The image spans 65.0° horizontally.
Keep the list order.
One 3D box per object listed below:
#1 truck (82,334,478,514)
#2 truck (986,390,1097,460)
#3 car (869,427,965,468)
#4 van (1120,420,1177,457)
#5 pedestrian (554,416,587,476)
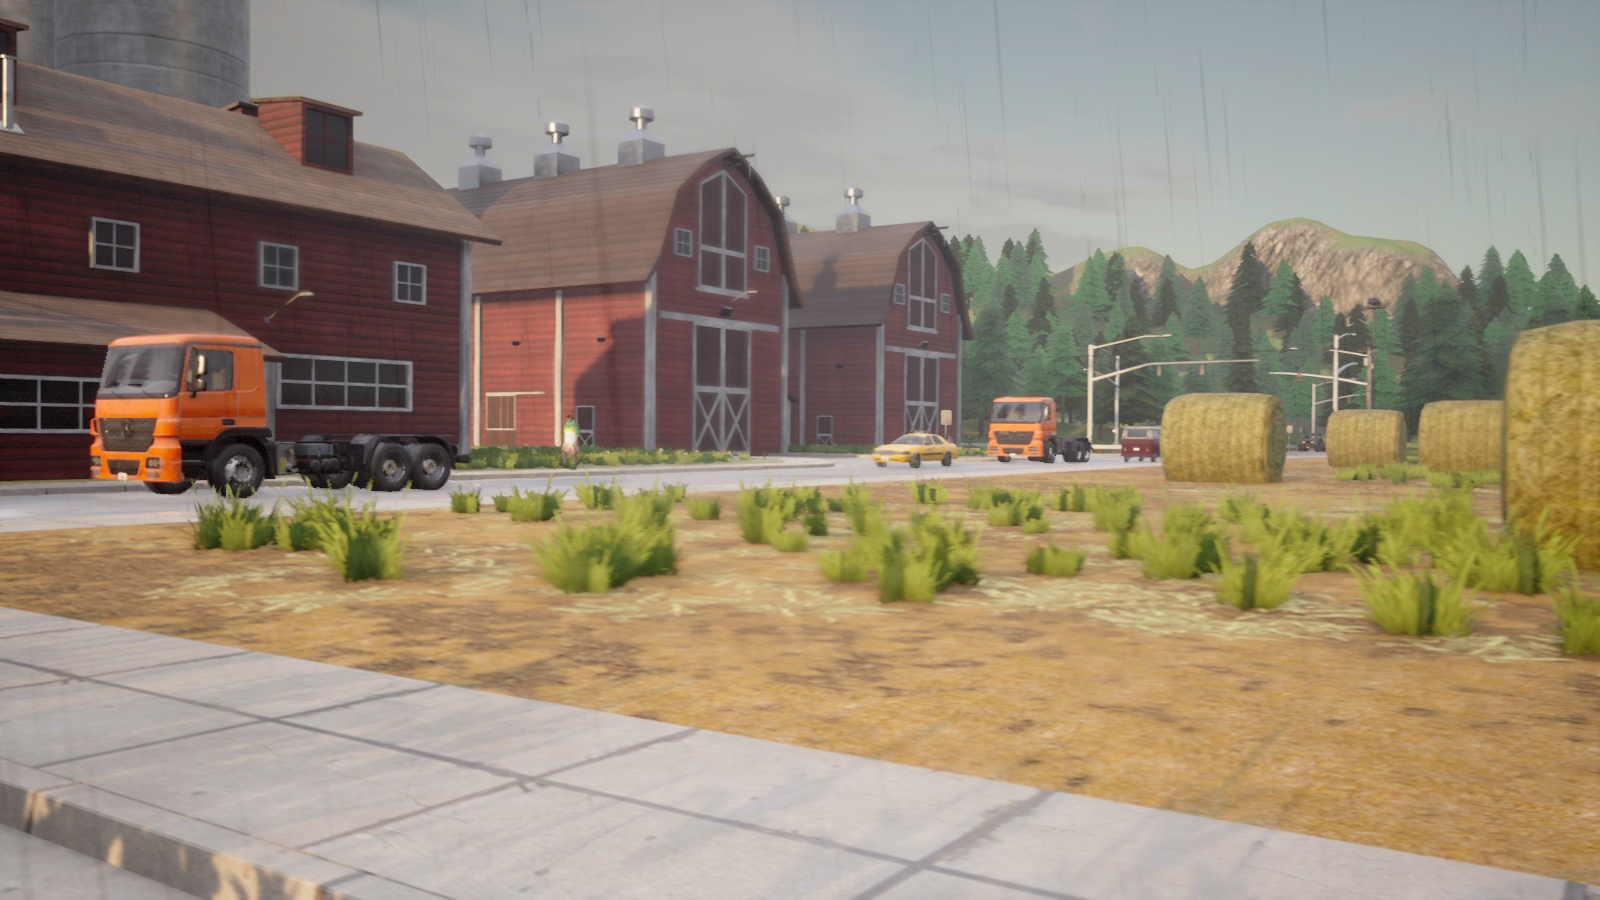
[{"bbox_3d":[-11.284,-0.560,28.213,2.891,3.462,7.936,0,1,33],"label":"truck"},{"bbox_3d":[12.715,-1.287,65.545,2.891,3.462,7.936,0,1,33],"label":"truck"},{"bbox_3d":[5.047,-0.158,53.609,1.801,1.575,5.366,0,2,33],"label":"car"},{"bbox_3d":[19.219,-0.661,69.189,1.775,1.987,4.442,0,1,33],"label":"van"},{"bbox_3d":[-7.575,-0.131,41.458,0.659,1.952,0.873,0,1,30],"label":"pedestrian"}]
